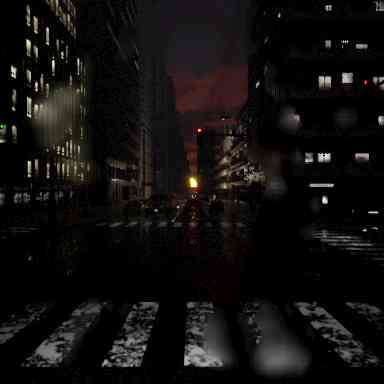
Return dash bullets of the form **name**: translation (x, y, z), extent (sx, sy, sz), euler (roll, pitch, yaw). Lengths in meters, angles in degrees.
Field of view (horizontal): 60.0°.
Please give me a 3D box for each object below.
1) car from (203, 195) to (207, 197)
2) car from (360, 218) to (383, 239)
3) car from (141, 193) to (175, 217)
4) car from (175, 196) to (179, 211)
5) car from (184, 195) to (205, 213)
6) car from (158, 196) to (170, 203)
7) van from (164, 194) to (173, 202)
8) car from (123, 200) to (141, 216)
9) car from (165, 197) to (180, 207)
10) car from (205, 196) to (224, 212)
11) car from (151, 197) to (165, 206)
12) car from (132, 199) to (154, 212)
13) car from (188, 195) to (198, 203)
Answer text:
- **car**: translation (2.813, 1.422, 72.551), extent (1.967, 1.590, 4.097), euler (-1, 0, 0)
- **car**: translation (10.553, 1.575, 15.620), extent (4.892, 1.490, 1.837), euler (0, 1, 1)
- **car**: translation (-3.045, 1.212, 31.115), extent (2.150, 2.045, 5.566), euler (0, 0, 0)
- **car**: translation (-3.016, 1.210, 41.594), extent (2.150, 2.045, 5.566), euler (0, 0, 0)
- **car**: translation (0.155, 1.467, 36.501), extent (1.882, 1.535, 5.008), euler (0, 0, 0)
- **car**: translation (-5.576, 1.528, 66.911), extent (1.887, 1.381, 4.507), euler (-1, 0, 0)
- **van**: translation (-5.558, 1.322, 78.221), extent (1.690, 1.788, 3.998), euler (-1, 0, 0)
- **car**: translation (-5.642, 1.516, 32.814), extent (1.752, 1.417, 4.829), euler (-1, 0, 0)
- **car**: translation (-2.990, 1.534, 52.138), extent (2.033, 1.411, 5.357), euler (0, 0, 0)
- **car**: translation (2.749, 1.540, 38.623), extent (2.008, 1.369, 4.403), euler (-1, 0, 0)
- **car**: translation (-5.598, 1.530, 55.602), extent (1.887, 1.381, 4.507), euler (-1, 0, 0)
- **car**: translation (-5.631, 1.555, 38.639), extent (1.947, 1.339, 4.313), euler (-1, 0, 0)
- **car**: translation (0.193, 1.488, 70.928), extent (2.128, 1.511, 4.902), euler (0, 0, 0)
